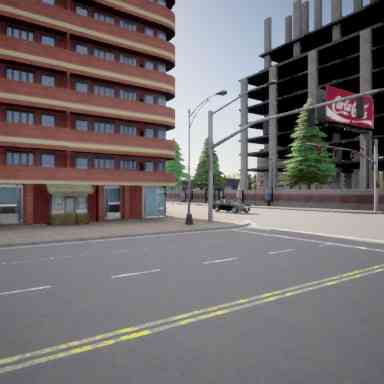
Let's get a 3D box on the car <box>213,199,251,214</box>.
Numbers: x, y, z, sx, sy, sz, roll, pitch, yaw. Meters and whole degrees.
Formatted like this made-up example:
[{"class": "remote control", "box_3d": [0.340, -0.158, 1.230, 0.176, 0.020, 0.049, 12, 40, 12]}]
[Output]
[{"class": "car", "box_3d": [4.201, 1.491, 35.892, 2.128, 1.511, 4.902, 0, 0, -35]}]
